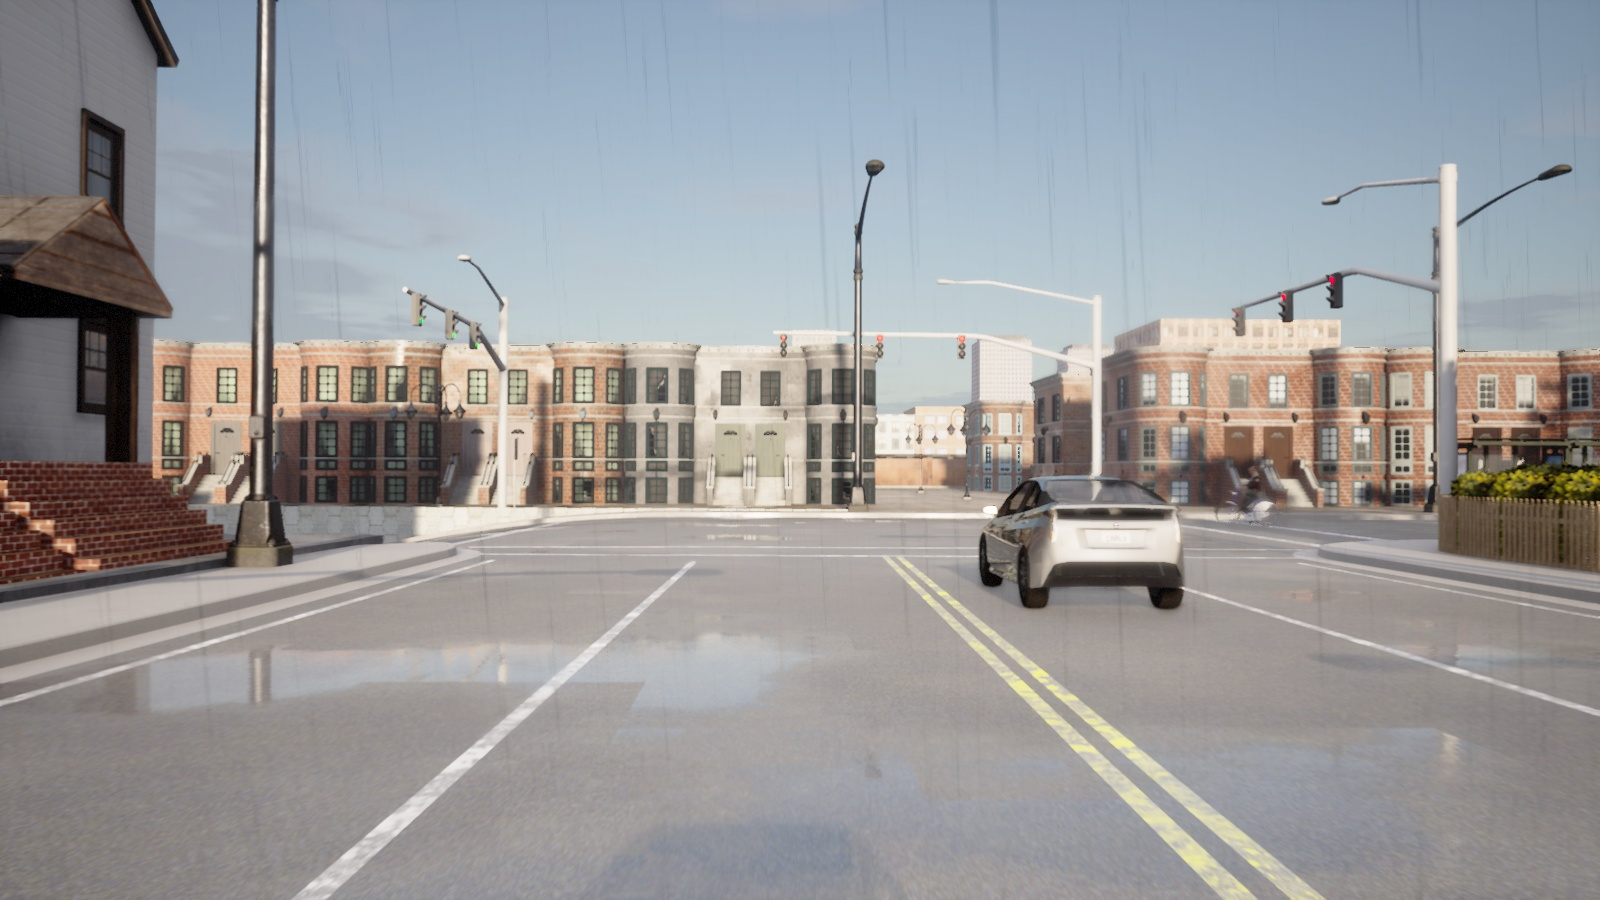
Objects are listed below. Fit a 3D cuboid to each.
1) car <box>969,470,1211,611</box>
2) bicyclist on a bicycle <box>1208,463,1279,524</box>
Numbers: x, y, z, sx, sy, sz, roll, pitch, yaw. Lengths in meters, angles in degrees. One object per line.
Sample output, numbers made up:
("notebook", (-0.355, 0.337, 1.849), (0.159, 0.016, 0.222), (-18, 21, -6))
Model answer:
("car", (3.461, 1.027, 15.946), (2.007, 1.525, 4.514), (0, -1, 0))
("bicyclist on a bicycle", (13.001, 1.276, 36.830), (1.843, 1.776, 0.659), (0, -1, 0))
